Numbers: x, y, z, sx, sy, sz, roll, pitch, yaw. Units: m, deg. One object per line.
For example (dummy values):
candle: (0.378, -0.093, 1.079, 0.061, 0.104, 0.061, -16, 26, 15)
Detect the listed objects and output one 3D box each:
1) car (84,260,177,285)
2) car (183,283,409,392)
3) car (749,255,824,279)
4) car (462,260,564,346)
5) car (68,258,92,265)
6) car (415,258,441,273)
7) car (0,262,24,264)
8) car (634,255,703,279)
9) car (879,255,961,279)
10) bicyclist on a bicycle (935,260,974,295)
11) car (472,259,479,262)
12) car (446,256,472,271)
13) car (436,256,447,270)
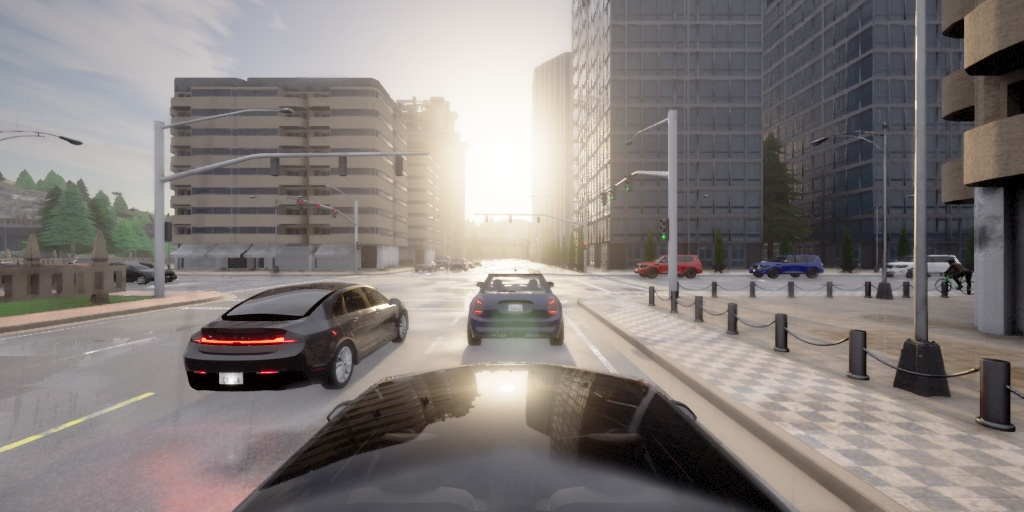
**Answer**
car: (-26.092, 1.200, 24.867, 4.892, 1.490, 1.837, 0, 0, 3)
car: (-3.427, 1.255, 6.819, 1.837, 1.490, 4.892, 0, 0, 0)
car: (24.026, 0.916, 31.455, 5.566, 2.045, 2.150, 0, 0, 1)
car: (0.090, 1.102, 9.591, 2.097, 1.767, 4.553, 0, 0, 0)
car: (-45.735, 1.046, 38.354, 4.553, 1.767, 2.097, 0, 0, 34)
car: (-10.590, 1.276, 44.602, 1.812, 1.442, 4.674, 0, 0, 1)
car: (-36.407, 1.199, 26.234, 4.892, 1.490, 1.837, 0, 0, 15)
car: (13.706, 0.916, 31.524, 5.566, 2.045, 2.150, 0, 0, 0)
car: (35.669, 0.915, 31.375, 5.566, 2.045, 2.150, 0, 0, 1)
bicyclist on a bicycle: (21.018, 0.996, 16.992, 0.582, 1.620, 1.656, 0, 0, 0)
car: (-7.021, 1.297, 57.656, 2.033, 1.411, 5.357, 0, 0, 0)
car: (-7.045, 1.102, 48.185, 2.097, 1.767, 4.553, 0, 0, 0)
car: (-10.535, 0.970, 54.307, 2.150, 2.045, 5.566, 0, 0, 0)
